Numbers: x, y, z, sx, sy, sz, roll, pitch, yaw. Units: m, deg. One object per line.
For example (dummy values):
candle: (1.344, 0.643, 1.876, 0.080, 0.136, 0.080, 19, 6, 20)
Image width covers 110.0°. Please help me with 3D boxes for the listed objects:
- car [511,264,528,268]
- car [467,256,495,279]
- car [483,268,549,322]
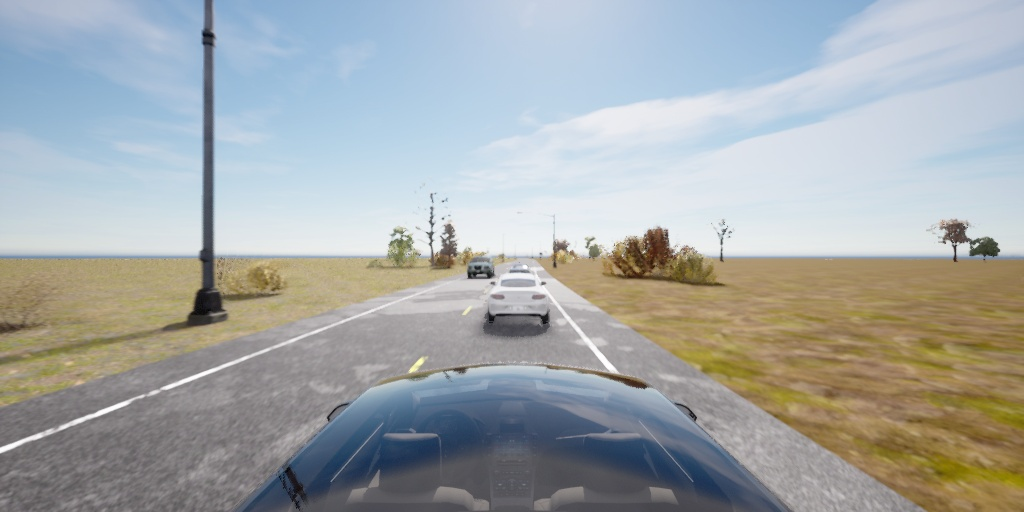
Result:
car: (0.644, 1.355, 30.483, 2.033, 1.411, 5.357, 0, 0, 2)
car: (-2.883, 1.036, 34.343, 2.150, 2.045, 5.566, 0, 0, 3)
car: (0.209, 1.297, 12.214, 1.812, 1.442, 4.674, 0, 0, 1)
